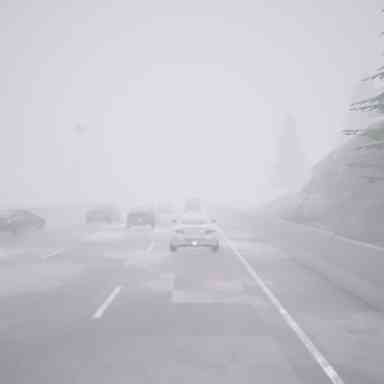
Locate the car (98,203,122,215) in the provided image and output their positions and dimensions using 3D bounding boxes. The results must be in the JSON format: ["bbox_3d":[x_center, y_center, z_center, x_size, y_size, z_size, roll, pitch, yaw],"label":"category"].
[{"bbox_3d":[-10.419,2.127,42.496,1.994,1.385,4.181,0,-1,0],"label":"car"}]

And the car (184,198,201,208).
[{"bbox_3d":[0.080,1.852,45.489,2.150,2.045,5.566,0,-1,0],"label":"car"}]

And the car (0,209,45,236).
[{"bbox_3d":[-10.409,1.697,19.619,1.812,1.442,4.674,0,-1,0],"label":"car"}]

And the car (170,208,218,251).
[{"bbox_3d":[0.093,1.637,14.458,1.812,1.442,4.674,0,0,0],"label":"car"}]

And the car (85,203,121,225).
[{"bbox_3d":[-6.912,1.757,26.332,2.128,1.511,4.902,0,-1,0],"label":"car"}]

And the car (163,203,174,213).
[{"bbox_3d":[-3.420,2.124,42.270,1.994,1.385,4.181,0,-1,0],"label":"car"}]

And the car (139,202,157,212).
[{"bbox_3d":[-6.924,2.357,52.807,2.033,1.411,5.357,0,-2,0],"label":"car"}]

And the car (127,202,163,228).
[{"bbox_3d":[-3.411,1.708,23.960,1.882,1.535,5.008,0,-1,0],"label":"car"}]
